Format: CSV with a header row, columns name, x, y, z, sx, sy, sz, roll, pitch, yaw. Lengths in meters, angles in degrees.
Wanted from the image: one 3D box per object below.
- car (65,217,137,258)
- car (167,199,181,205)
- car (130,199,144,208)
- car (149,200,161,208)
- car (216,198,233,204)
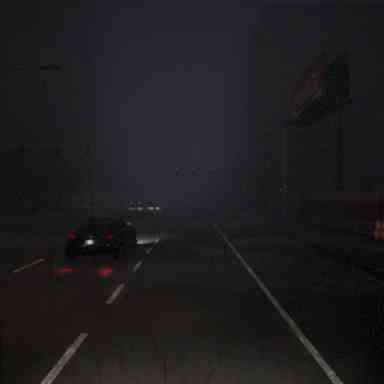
name,x,y,z,sx,sy,sz,roll,pitch,yaw
car,-3.488,1.714,13.437,1.994,1.385,4.181,0,-1,1
car,-4.612,2.473,82.486,1.895,1.301,4.718,0,-1,-27
car,-10.526,2.053,63.758,2.097,1.767,4.553,0,-1,0
car,-7.026,2.265,63.741,1.994,1.385,4.181,0,-1,0
car,8.696,2.354,84.632,5.008,1.535,1.882,0,-1,-10
